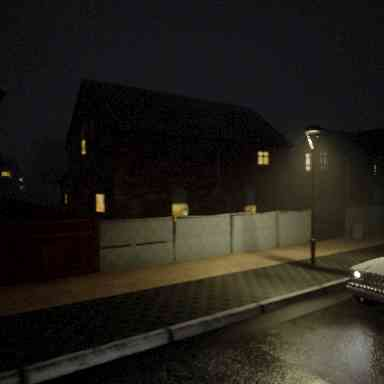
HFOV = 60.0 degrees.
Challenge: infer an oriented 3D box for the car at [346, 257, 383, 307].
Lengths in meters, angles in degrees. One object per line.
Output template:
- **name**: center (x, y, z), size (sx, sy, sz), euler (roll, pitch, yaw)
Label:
- **car**: center (5.201, 1.597, 6.776), size (4.718, 1.301, 1.895), euler (0, 0, -35)
